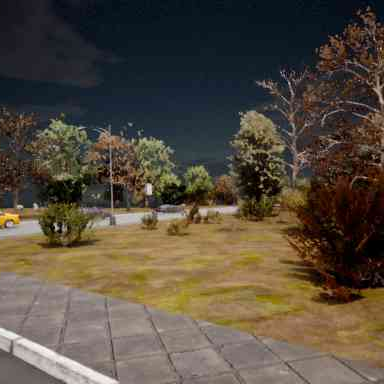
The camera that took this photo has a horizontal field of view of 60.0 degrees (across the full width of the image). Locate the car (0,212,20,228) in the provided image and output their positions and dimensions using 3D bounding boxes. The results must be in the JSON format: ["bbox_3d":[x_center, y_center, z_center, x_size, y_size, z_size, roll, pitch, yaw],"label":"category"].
[{"bbox_3d":[-17.073,2.369,27.674,1.882,1.535,5.008,-3,-2,33],"label":"car"}]

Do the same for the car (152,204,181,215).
[{"bbox_3d":[-3.628,2.540,48.824,2.033,1.411,5.357,-3,-2,32],"label":"car"}]

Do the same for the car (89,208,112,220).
[{"bbox_3d":[-11.314,2.464,36.592,2.033,1.411,5.357,-3,-2,32],"label":"car"}]
